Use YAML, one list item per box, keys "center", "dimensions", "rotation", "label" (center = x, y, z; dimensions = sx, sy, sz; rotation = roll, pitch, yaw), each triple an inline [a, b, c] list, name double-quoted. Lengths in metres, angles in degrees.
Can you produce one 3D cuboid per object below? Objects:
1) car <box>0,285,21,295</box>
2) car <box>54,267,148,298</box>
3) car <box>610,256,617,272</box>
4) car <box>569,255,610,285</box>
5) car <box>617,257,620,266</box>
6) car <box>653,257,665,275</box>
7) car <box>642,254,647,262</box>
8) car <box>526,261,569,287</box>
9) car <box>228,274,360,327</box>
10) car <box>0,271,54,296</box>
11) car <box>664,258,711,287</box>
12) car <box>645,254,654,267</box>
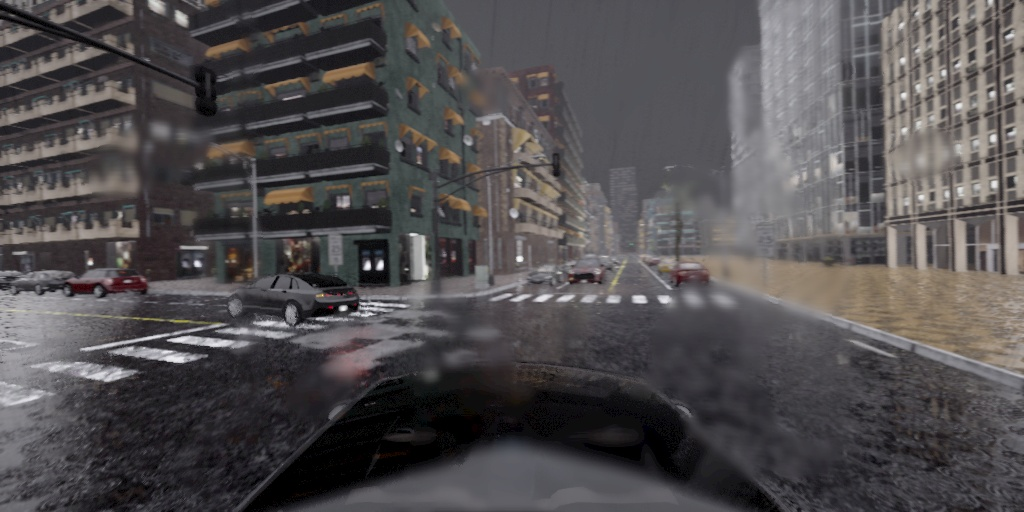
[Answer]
- center: [-14.061, 1.454, 8.171]
  dimensions: [4.403, 1.370, 2.007]
  rotation: [0, 0, 18]
  label: "car"
- center: [-22.116, 1.384, 19.513]
  dimensions: [4.097, 1.591, 1.967]
  rotation: [0, 0, 18]
  label: "car"
- center: [9.752, 0.910, 38.041]
  dimensions: [1.837, 1.490, 4.892]
  rotation: [-2, 0, 18]
  label: "car"
- center: [5.016, 0.914, 23.643]
  dimensions: [2.097, 1.767, 4.553]
  rotation: [-2, 0, 18]
  label: "car"
- center: [15.798, 0.754, 56.181]
  dimensions: [1.837, 1.490, 4.892]
  rotation: [-2, 0, 18]
  label: "car"
- center: [13.659, 0.841, 31.335]
  dimensions: [1.751, 1.417, 4.829]
  rotation: [0, 0, 18]
  label: "car"
- center: [22.276, 0.565, 57.621]
  dimensions: [1.751, 1.417, 4.829]
  rotation: [0, 0, 18]
  label: "car"
- center: [2.199, 1.189, 23.272]
  dimensions: [2.007, 1.370, 4.403]
  rotation: [0, 0, 18]
  label: "car"
- center: [-7.260, 1.312, 11.855]
  dimensions: [4.892, 1.490, 1.837]
  rotation: [0, -1, 26]
  label: "car"
- center: [-27.423, 1.558, 21.194]
  dimensions: [4.403, 1.370, 2.007]
  rotation: [0, 0, 18]
  label: "car"
- center: [10.159, 0.974, 20.660]
  dimensions: [1.888, 1.381, 4.507]
  rotation: [0, 0, 18]
  label: "car"
- center: [18.776, 0.731, 46.944]
  dimensions: [1.802, 1.307, 4.207]
  rotation: [0, 0, 18]
  label: "car"
